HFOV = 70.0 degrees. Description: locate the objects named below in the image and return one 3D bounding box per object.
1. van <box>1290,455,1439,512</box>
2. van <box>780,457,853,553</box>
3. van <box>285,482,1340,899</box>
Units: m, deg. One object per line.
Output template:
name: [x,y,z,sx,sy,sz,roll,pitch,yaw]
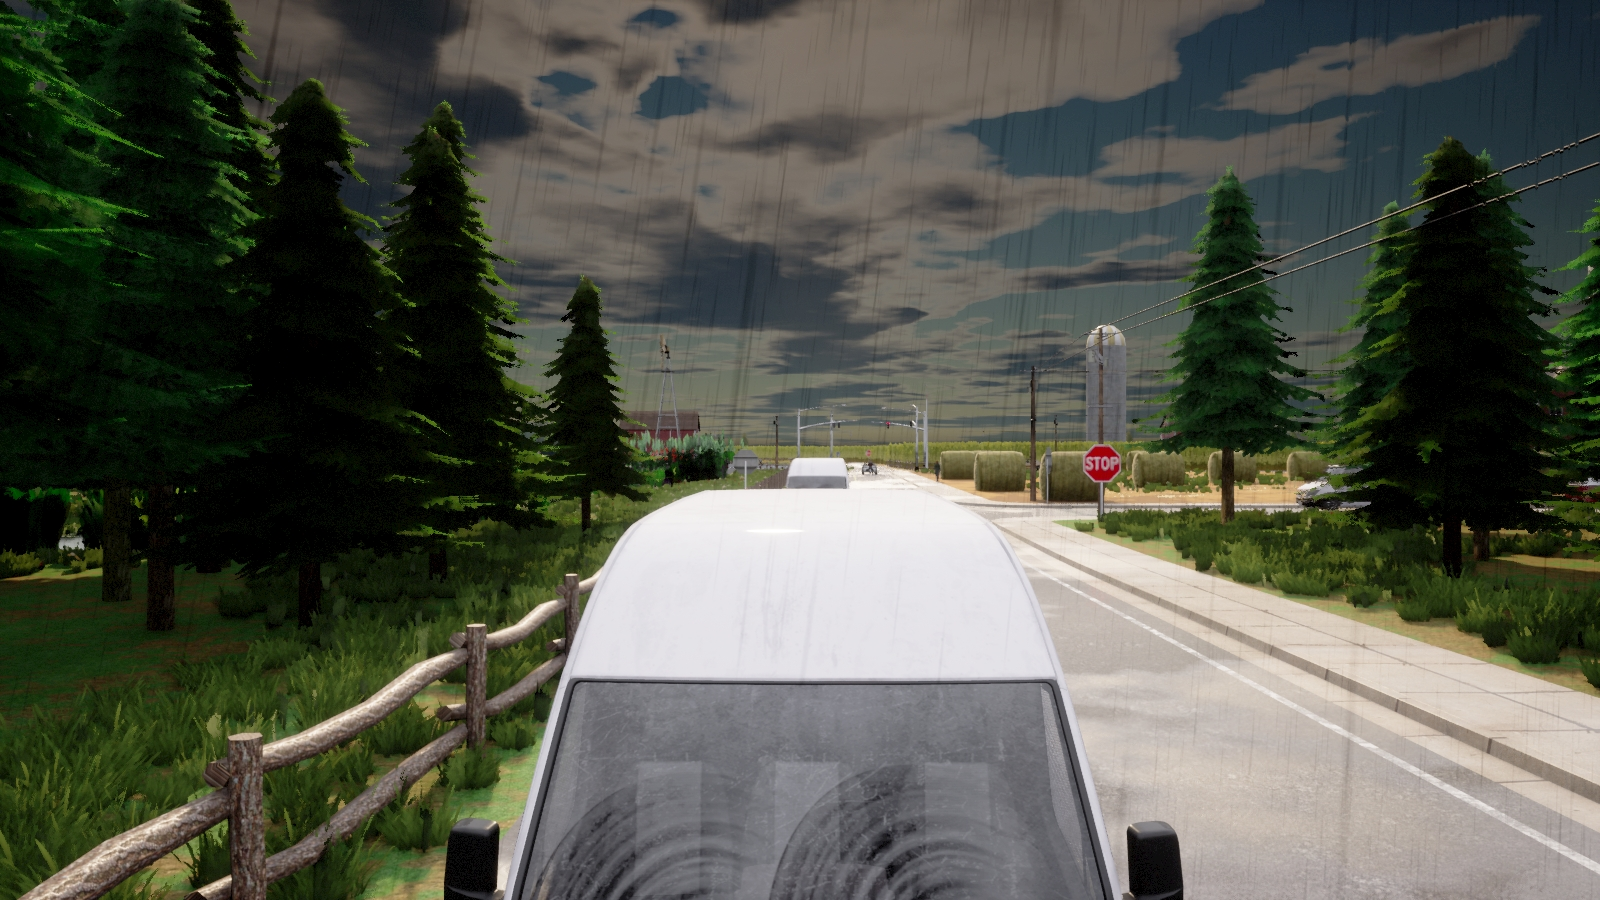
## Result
van: [25.930,1.534,52.623,5.915,2.561,1.988,0,0,0]
van: [0.543,1.499,33.814,1.988,2.561,5.915,0,0,2]
van: [0.056,1.508,5.110,1.988,2.561,5.915,0,0,1]
